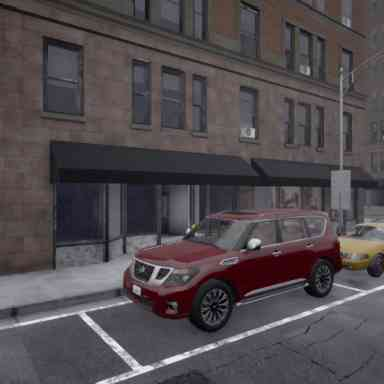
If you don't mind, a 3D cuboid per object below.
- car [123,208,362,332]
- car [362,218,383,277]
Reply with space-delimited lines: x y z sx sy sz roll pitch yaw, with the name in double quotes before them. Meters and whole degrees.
"car" 1.127 1.315 7.003 5.009 1.841 2.192 0 0 -35
"car" 5.612 1.525 10.200 4.829 1.417 1.752 0 0 -35
